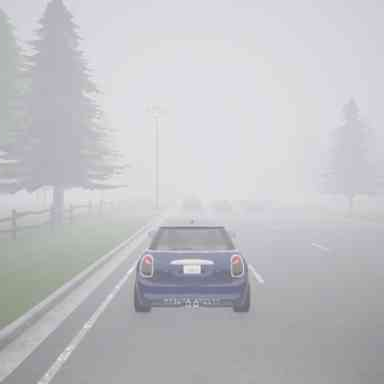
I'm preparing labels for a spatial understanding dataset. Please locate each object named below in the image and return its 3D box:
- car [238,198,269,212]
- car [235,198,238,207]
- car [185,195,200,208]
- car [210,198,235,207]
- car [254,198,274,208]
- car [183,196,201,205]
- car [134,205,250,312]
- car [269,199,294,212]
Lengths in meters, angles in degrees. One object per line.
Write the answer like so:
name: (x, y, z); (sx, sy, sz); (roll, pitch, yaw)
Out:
car: (7.011, 1.547, 38.491); (2.033, 1.411, 5.357); (0, 0, 0)
car: (7.014, 1.564, 48.911); (1.994, 1.385, 4.181); (0, 0, 0)
car: (0.014, 1.352, 48.883); (2.097, 1.767, 4.553); (0, 0, 0)
car: (3.511, 1.564, 38.908); (1.994, 1.385, 4.181); (0, 0, 0)
car: (10.514, 1.564, 48.910); (1.994, 1.385, 4.181); (0, 0, 0)
car: (0.011, 1.352, 38.879); (2.097, 1.767, 4.553); (0, 0, 0)
car: (0.002, 1.352, 7.842); (2.097, 1.767, 4.553); (0, 0, 0)
car: (10.511, 1.526, 38.906); (1.812, 1.442, 4.674); (0, 0, 0)
